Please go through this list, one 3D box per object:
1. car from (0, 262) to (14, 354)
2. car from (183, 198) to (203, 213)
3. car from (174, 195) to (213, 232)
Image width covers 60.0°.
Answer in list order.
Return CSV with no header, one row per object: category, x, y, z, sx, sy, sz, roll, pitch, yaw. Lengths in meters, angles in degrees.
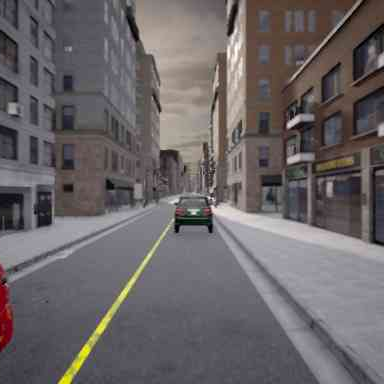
car,-3.102,1.222,1.524,2.150,2.045,5.566,0,0,0
car,0.090,1.474,37.917,2.128,1.511,4.902,0,0,0
car,0.094,1.215,20.137,2.150,2.045,5.566,0,0,0
